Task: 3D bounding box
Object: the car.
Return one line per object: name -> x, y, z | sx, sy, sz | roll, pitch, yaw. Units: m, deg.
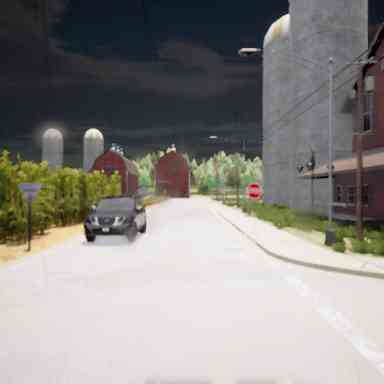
car -> -3.576, 1.208, 16.597 | 2.150, 2.045, 5.566 | 0, 0, 0
